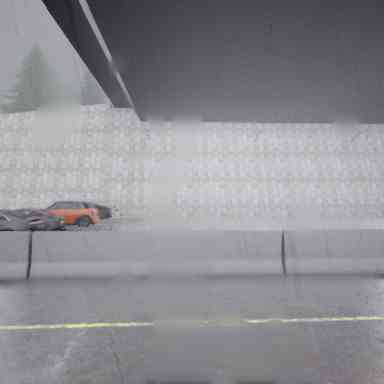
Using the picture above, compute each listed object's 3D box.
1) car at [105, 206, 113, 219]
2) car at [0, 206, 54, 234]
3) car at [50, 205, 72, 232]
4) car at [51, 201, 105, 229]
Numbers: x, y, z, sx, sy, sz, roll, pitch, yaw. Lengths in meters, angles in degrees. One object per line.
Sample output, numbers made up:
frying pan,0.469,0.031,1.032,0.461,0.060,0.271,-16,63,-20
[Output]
car,-8.342,1.505,24.559,4.892,1.490,1.837,0,0,-4
car,-8.792,1.491,14.008,4.902,1.511,2.128,0,0,-4
car,-8.862,1.564,17.511,4.181,1.385,1.994,0,0,-4
car,-8.219,1.352,21.060,4.553,1.767,2.097,0,0,-4
